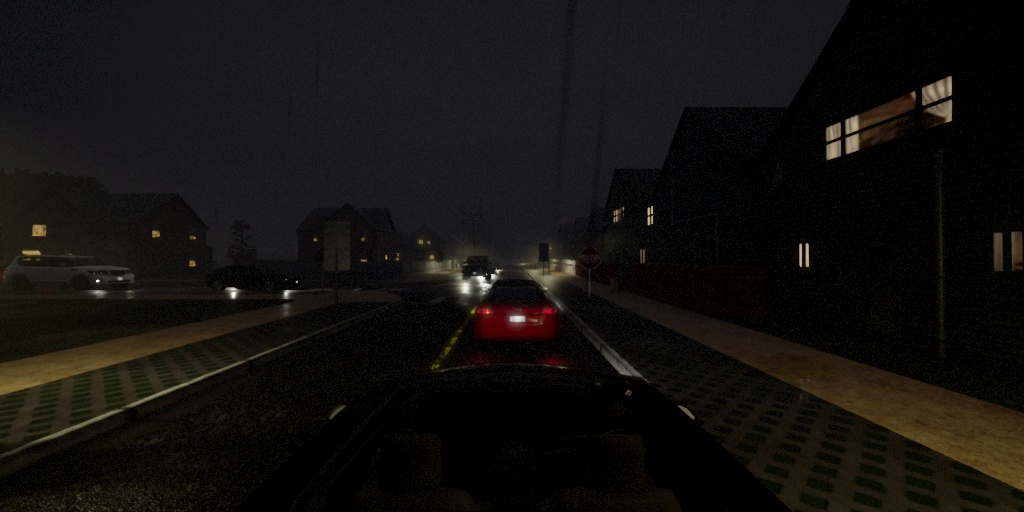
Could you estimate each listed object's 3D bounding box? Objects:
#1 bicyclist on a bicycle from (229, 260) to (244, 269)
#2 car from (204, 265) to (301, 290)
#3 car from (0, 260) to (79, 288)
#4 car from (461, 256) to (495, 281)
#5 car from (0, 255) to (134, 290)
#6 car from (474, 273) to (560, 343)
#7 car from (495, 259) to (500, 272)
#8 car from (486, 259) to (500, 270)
[{"bbox_3d":[-20.251,1.101,26.399,0.582,1.620,1.656,0,0,-1],"label":"bicyclist on a bicycle"},{"bbox_3d":[-14.789,1.241,20.587,4.892,1.490,1.837,0,-1,-1],"label":"car"},{"bbox_3d":[-31.802,1.116,23.387,4.553,1.767,2.097,0,-1,0],"label":"car"},{"bbox_3d":[-2.892,0.980,30.368,2.150,2.045,5.566,0,0,0],"label":"car"},{"bbox_3d":[-25.181,0.954,20.501,5.566,2.045,2.150,0,-1,0],"label":"car"},{"bbox_3d":[0.092,1.316,9.660,1.994,1.385,4.181,0,0,-1],"label":"car"},{"bbox_3d":[-2.909,1.256,42.203,2.128,1.511,4.902,0,0,0],"label":"car"},{"bbox_3d":[-2.900,1.252,55.212,1.882,1.535,5.008,0,0,0],"label":"car"}]
